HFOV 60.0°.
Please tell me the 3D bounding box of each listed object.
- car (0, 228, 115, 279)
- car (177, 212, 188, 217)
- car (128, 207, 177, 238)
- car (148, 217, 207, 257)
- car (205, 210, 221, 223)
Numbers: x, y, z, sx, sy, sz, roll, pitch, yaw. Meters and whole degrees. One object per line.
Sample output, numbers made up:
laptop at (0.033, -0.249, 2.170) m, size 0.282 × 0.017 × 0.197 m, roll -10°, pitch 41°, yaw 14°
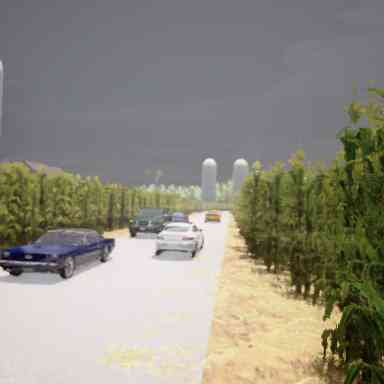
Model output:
car at (-4.313, 1.970, 11.475) m, size 1.895 × 1.301 × 4.718 m, roll 1°, pitch -2°, yaw 7°
car at (-1.417, 2.871, 35.670) m, size 1.812 × 1.442 × 4.674 m, roll 1°, pitch -1°, yaw 7°
car at (-2.817, 2.134, 24.031) m, size 2.150 × 2.045 × 5.566 m, roll 1°, pitch -3°, yaw 7°
car at (-0.516, 2.175, 16.000) m, size 1.812 × 1.442 × 4.674 m, roll 1°, pitch -2°, yaw 7°
car at (2.787, 3.127, 43.566) m, size 1.882 × 1.535 × 5.008 m, roll 1°, pitch -1°, yaw 7°
